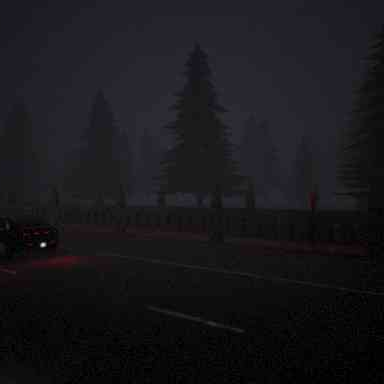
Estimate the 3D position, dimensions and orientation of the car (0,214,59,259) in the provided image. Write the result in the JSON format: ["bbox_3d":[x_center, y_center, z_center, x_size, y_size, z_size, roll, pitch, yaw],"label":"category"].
[{"bbox_3d":[-7.334,1.655,13.409,4.892,1.490,1.837,0,0,36],"label":"car"}]
